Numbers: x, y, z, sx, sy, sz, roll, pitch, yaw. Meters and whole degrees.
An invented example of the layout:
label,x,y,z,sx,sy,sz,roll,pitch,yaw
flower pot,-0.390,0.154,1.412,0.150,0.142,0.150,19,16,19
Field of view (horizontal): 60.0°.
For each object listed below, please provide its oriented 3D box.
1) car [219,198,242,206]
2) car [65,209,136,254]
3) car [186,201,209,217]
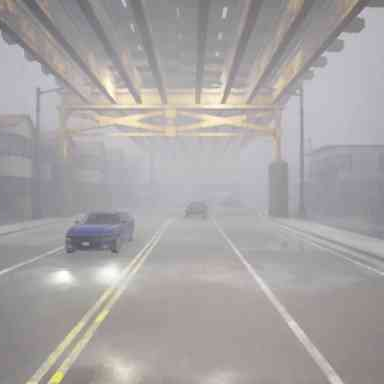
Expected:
label,x,y,z,sx,sy,sz,roll,pitch,yaw
car,6.324,1.670,54.764,1.895,1.301,4.718,-1,-1,37
car,-3.585,1.491,13.755,1.882,1.535,5.008,0,0,0
car,0.584,1.575,31.434,2.033,1.411,5.357,0,0,7
